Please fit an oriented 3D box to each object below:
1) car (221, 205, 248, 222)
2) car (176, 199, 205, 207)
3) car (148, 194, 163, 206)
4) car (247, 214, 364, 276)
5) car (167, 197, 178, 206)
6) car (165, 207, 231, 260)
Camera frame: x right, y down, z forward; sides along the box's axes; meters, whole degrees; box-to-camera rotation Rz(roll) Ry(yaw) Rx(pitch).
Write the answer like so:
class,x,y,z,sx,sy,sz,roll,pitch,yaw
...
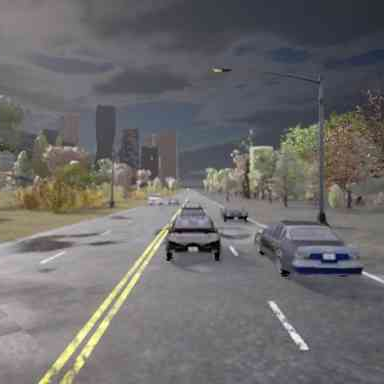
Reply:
class,x,y,z,sx,sy,sz,roll,pitch,yaw
car,3.301,1.708,26.957,1.895,1.301,4.718,0,0,1
car,0.058,1.605,27.587,2.128,1.511,4.902,0,0,0
car,-6.518,1.356,59.230,2.150,2.045,5.566,0,0,1
car,3.289,1.581,10.452,2.033,1.411,5.357,0,0,0
car,-3.270,1.626,59.405,2.128,1.511,4.902,0,0,1
car,0.051,1.545,12.589,2.128,1.511,4.902,0,0,0
